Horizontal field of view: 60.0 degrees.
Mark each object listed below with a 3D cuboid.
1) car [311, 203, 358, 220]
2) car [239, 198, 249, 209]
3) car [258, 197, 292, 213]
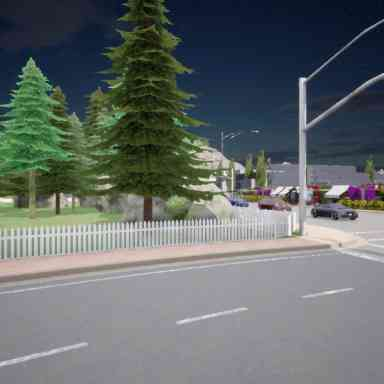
[{"bbox_3d":[12.066,1.619,28.416,1.994,1.385,4.181,0,0,-16],"label":"car"},{"bbox_3d":[6.382,1.533,47.601,1.882,1.535,5.008,0,0,-17],"label":"car"},{"bbox_3d":[9.312,1.408,37.707,2.097,1.767,4.553,0,0,-16],"label":"car"}]
